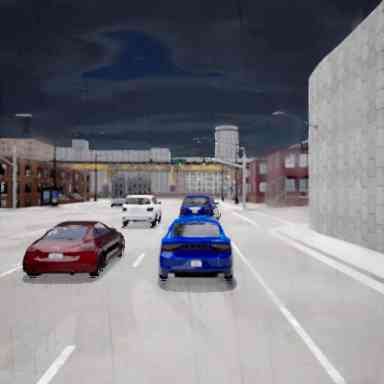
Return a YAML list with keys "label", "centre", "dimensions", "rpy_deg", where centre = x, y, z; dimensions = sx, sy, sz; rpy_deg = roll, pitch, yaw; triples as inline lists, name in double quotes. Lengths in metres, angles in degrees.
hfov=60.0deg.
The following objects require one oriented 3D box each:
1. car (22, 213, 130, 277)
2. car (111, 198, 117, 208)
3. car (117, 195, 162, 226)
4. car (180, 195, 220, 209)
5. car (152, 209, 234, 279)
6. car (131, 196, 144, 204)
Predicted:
- label: "car"
  centre: [-3.397, 1.568, 10.303]
  dimensions: [1.994, 1.385, 4.181]
  rpy_deg: [0, 0, 0]
- label: "car"
  centre: [-10.574, 1.584, 48.906]
  dimensions: [1.994, 1.385, 4.181]
  rpy_deg: [0, 0, 0]
- label: "car"
  centre: [-3.394, 1.236, 23.148]
  dimensions: [2.150, 2.045, 5.566]
  rpy_deg: [0, 0, 0]
- label: "car"
  centre: [0.612, 1.240, 22.492]
  dimensions: [2.150, 2.045, 5.566]
  rpy_deg: [0, 0, 9]
- label: "car"
  centre: [0.100, 1.486, 10.052]
  dimensions: [1.882, 1.535, 5.008]
  rpy_deg: [0, 0, 0]
- label: "car"
  centre: [-10.510, 1.536, 64.385]
  dimensions: [1.837, 1.490, 4.892]
  rpy_deg: [0, 0, 0]
